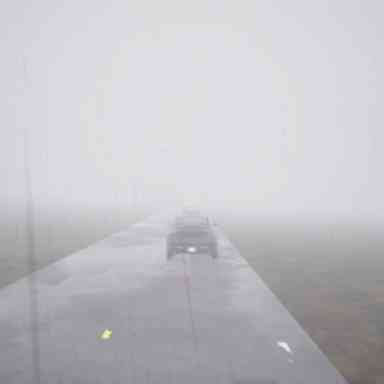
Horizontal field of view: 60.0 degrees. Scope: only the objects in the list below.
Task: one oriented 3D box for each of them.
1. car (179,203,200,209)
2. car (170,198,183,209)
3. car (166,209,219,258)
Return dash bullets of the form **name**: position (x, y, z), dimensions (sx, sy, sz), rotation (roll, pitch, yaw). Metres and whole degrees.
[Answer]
- **car**: position (0.015, 1.911, 28.900), dimensions (1.812, 1.442, 4.674), rotation (0, -1, 1)
- **car**: position (-2.786, 2.069, 61.508), dimensions (2.150, 2.045, 5.566), rotation (0, -1, 0)
- **car**: position (0.017, 1.679, 13.504), dimensions (1.837, 1.490, 4.892), rotation (0, 0, 1)
